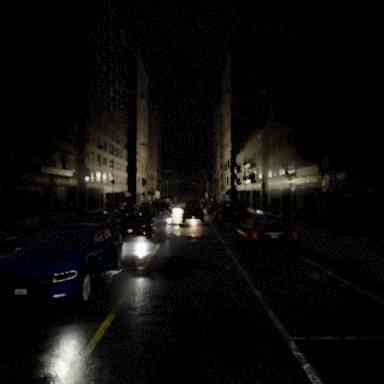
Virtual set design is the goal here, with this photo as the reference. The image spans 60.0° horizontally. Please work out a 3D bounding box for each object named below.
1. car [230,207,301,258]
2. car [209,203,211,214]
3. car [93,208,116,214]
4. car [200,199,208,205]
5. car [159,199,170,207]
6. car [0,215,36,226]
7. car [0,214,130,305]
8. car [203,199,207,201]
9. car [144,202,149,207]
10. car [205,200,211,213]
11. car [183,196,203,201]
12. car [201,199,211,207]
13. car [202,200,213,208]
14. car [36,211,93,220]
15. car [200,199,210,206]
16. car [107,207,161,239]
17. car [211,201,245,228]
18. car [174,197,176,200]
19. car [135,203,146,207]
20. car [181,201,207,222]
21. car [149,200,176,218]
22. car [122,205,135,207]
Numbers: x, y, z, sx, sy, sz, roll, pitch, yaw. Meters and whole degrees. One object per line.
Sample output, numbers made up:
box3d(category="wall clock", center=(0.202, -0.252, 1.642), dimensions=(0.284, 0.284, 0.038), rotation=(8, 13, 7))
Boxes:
box3d(category="car", center=(2.850, 1.574, 13.328), dimensions=(1.967, 1.590, 4.097), rotation=(-1, -1, 0))
box3d(category="car", center=(2.857, 1.868, 29.913), dimensions=(1.947, 1.339, 4.313), rotation=(-1, -1, 0))
box3d(category="car", center=(-5.672, 1.754, 18.838), dimensions=(1.947, 1.339, 4.313), rotation=(-1, -1, 0))
box3d(category="car", center=(2.872, 2.382, 79.674), dimensions=(1.802, 1.307, 4.206), rotation=(-1, -1, 0))
box3d(category="car", center=(-5.657, 2.240, 68.612), dimensions=(2.008, 1.369, 4.403), rotation=(-1, -1, 0))
box3d(category="car", center=(-5.676, 1.517, 7.779), dimensions=(1.967, 1.590, 4.097), rotation=(-1, -1, 0))
box3d(category="car", center=(-3.092, 1.563, 8.529), dimensions=(1.882, 1.535, 5.008), rotation=(0, -1, 0))
box3d(category="car", center=(2.861, 1.997, 46.670), dimensions=(1.752, 1.417, 4.829), rotation=(-1, -1, 0))
box3d(category="car", center=(-5.665, 1.963, 40.960), dimensions=(2.008, 1.369, 4.403), rotation=(-1, -1, 0))
box3d(category="car", center=(2.860, 1.980, 40.971), dimensions=(1.947, 1.339, 4.313), rotation=(-1, -1, 0))
box3d(category="car", center=(0.098, 1.804, 44.870), dimensions=(2.097, 1.767, 4.553), rotation=(0, -1, 0))
box3d(category="car", center=(2.868, 2.241, 68.616), dimensions=(2.008, 1.369, 4.403), rotation=(-1, -1, 0))
box3d(category="car", center=(2.866, 2.180, 63.087), dimensions=(1.887, 1.381, 4.507), rotation=(-1, -1, 0))
box3d(category="car", center=(-5.675, 1.573, 13.309), dimensions=(1.967, 1.590, 4.097), rotation=(-1, -1, 0))
box3d(category="car", center=(2.870, 2.311, 74.145), dimensions=(1.947, 1.339, 4.313), rotation=(-1, -1, 0))
box3d(category="car", center=(-3.065, 1.750, 18.525), dimensions=(1.994, 1.385, 4.181), rotation=(0, -1, 0))
box3d(category="car", center=(2.853, 1.561, 24.386), dimensions=(2.192, 1.841, 5.009), rotation=(-1, -1, 0))
box3d(category="car", center=(-5.654, 2.364, 79.673), dimensions=(1.947, 1.339, 4.313), rotation=(-1, -1, 0))
box3d(category="car", center=(-5.668, 1.866, 29.899), dimensions=(1.947, 1.339, 4.313), rotation=(-1, -1, 0))
box3d(category="car", center=(0.095, 1.799, 29.171), dimensions=(1.837, 1.490, 4.892), rotation=(0, 0, 0))
box3d(category="car", center=(-3.032, 1.857, 34.872), dimensions=(1.837, 1.490, 4.892), rotation=(0, -1, 1))
box3d(category="car", center=(-5.670, 1.826, 24.368), dimensions=(1.802, 1.307, 4.206), rotation=(-1, -1, 0))
